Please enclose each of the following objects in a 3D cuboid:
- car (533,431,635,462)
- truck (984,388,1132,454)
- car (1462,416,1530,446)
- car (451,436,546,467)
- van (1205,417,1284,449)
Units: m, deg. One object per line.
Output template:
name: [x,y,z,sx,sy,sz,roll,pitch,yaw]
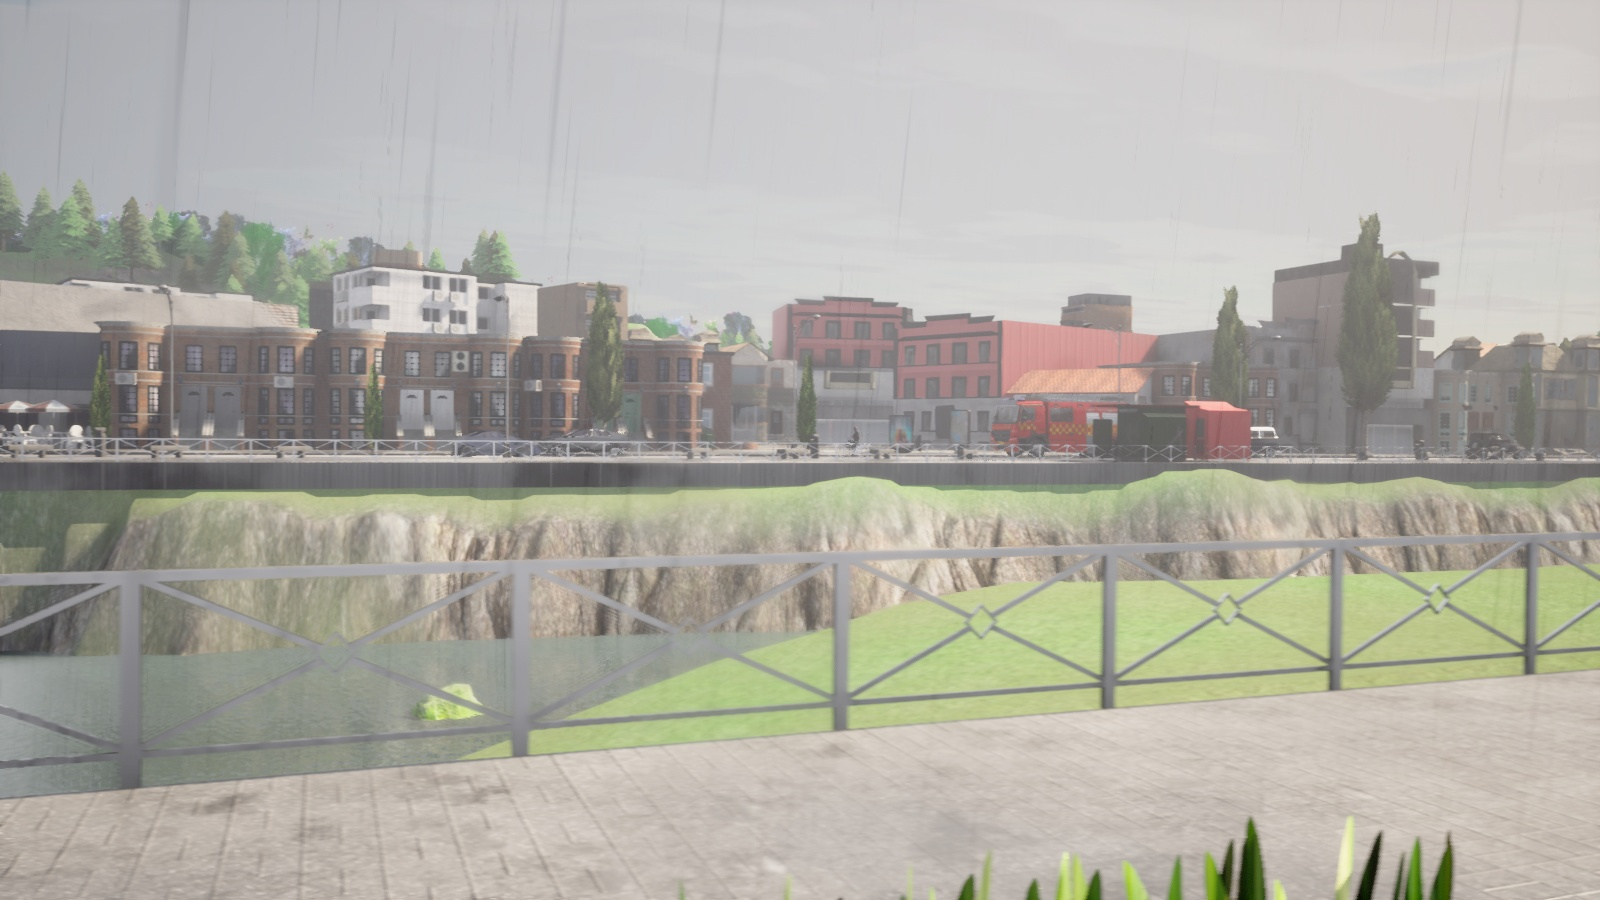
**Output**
car: [-11.290,-0.189,65.471,4.902,1.511,2.128,-1,1,-21]
truck: [15.546,-1.766,75.657,8.468,3.827,2.891,-1,1,-21]
car: [45.952,-1.253,82.943,3.866,1.878,1.905,-1,1,-21]
car: [-14.428,0.042,60.001,4.181,1.385,1.994,-1,1,-21]
van: [28.534,-1.099,80.601,4.480,2.038,2.069,-1,1,-21]
